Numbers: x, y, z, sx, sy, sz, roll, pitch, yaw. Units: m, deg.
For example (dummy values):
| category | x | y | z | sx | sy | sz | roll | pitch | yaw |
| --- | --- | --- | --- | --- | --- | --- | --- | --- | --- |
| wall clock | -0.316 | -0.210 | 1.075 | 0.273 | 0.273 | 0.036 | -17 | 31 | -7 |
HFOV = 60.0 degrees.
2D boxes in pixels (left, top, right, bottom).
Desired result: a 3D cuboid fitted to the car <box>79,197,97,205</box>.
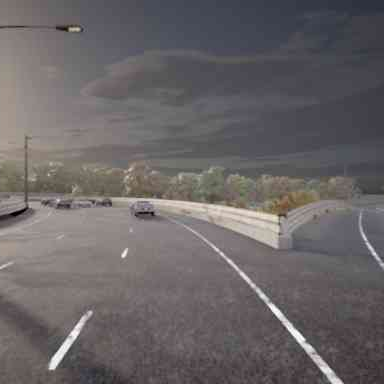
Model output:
| category | x | y | z | sx | sy | sz | roll | pitch | yaw |
| --- | --- | --- | --- | --- | --- | --- | --- | --- | --- |
| car | -19.980 | 1.741 | 63.768 | 1.895 | 1.301 | 4.718 | 0 | 0 | -37 |

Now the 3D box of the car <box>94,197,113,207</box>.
| category | x | y | z | sx | sy | sz | roll | pitch | yaw |
| --- | --- | --- | --- | --- | --- | --- | --- | --- | --- |
| car | -14.645 | 1.603 | 55.152 | 1.837 | 1.490 | 4.892 | 0 | 0 | -31 |

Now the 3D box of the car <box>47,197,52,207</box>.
| category | x | y | z | sx | sy | sz | roll | pitch | yaw |
| --- | --- | --- | --- | --- | --- | --- | --- | --- | --- |
| car | -21.022 | 1.741 | 52.207 | 1.895 | 1.301 | 4.718 | 0 | 0 | -31 |

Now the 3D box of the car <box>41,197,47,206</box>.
| category | x | y | z | sx | sy | sz | roll | pitch | yaw |
| --- | --- | --- | --- | --- | --- | --- | --- | --- | --- |
| car | -25.765 | 1.655 | 59.827 | 1.882 | 1.535 | 5.008 | 0 | 0 | -37 |

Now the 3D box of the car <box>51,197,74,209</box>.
| category | x | y | z | sx | sy | sz | roll | pitch | yaw |
| --- | --- | --- | --- | --- | --- | --- | --- | --- | --- |
| car | -18.506 | 1.628 | 47.485 | 1.837 | 1.490 | 4.892 | 0 | 0 | -28 |

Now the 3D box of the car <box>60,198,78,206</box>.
| category | x | y | z | sx | sy | sz | roll | pitch | yaw |
| --- | --- | --- | --- | --- | --- | --- | --- | --- | --- |
| car | -22.881 | 1.774 | 61.810 | 1.895 | 1.301 | 4.718 | 0 | 0 | -37 |

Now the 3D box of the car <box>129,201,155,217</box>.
| category | x | y | z | sx | sy | sz | roll | pitch | yaw |
| --- | --- | --- | --- | --- | --- | --- | --- | --- | --- |
| car | -4.820 | 1.580 | 31.889 | 2.033 | 1.411 | 5.357 | 0 | 0 | -17 |

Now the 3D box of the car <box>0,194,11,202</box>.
| category | x | y | z | sx | sy | sz | roll | pitch | yaw |
| --- | --- | --- | --- | --- | --- | --- | --- | --- | --- |
| car | -47.403 | 1.541 | 83.012 | 5.566 | 2.045 | 2.150 | 0 | 0 | 37 |

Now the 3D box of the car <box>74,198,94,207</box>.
| category | x | y | z | sx | sy | sz | roll | pitch | yaw |
| --- | --- | --- | --- | --- | --- | --- | --- | --- | --- |
| car | -17.635 | 1.719 | 53.348 | 1.895 | 1.301 | 4.718 | 0 | 0 | -31 |
